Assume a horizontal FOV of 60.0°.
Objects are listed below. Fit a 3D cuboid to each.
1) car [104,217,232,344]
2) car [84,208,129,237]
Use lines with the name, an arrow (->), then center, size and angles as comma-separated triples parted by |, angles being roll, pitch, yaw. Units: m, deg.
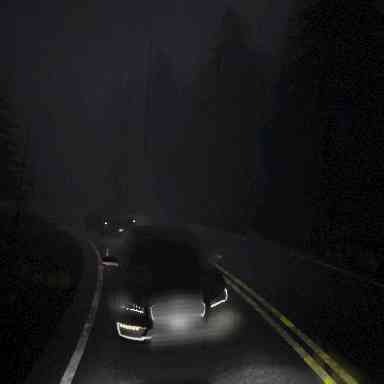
car -> -0.644, 1.494, 6.793 | 1.837, 1.490, 4.892 | -1, 0, -11
car -> -4.629, 1.610, 18.534 | 1.895, 1.301, 4.718 | -3, 1, -29
